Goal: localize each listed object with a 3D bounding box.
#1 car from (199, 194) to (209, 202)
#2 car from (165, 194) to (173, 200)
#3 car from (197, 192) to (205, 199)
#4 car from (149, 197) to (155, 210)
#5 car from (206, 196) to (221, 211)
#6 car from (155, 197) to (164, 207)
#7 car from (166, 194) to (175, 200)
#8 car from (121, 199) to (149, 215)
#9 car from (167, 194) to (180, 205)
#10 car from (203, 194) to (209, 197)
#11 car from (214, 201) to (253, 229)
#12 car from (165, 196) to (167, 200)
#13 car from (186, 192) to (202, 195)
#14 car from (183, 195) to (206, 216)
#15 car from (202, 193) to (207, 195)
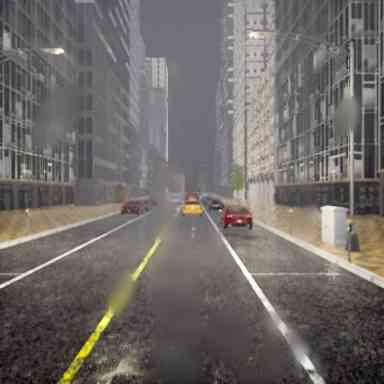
[{"bbox_3d":[2.660,1.243,72.238,1.967,1.590,4.097,0,0,0],"label":"car"},{"bbox_3d":[-5.726,1.287,83.459,1.752,1.417,4.829,0,0,0],"label":"car"},{"bbox_3d":[2.650,1.030,95.006,2.192,1.841,5.009,0,0,0],"label":"car"},{"bbox_3d":[-5.707,1.494,38.089,1.802,1.307,4.206,0,0,0],"label":"car"},{"bbox_3d":[2.674,1.478,38.085,1.947,1.339,4.313,0,0,0],"label":"car"},{"bbox_3d":[-5.711,1.424,49.473,1.887,1.381,4.507,0,0,0],"label":"car"},{"bbox_3d":[-5.729,1.289,89.322,2.008,1.369,4.403,0,0,0],"label":"car"},{"bbox_3d":[-5.704,1.473,32.395,1.887,1.381,4.507,0,0,0],"label":"car"},{"bbox_3d":[-3.084,1.458,56.410,1.895,1.301,4.718,0,0,1],"label":"car"},{"bbox_3d":[2.669,1.444,49.469,1.947,1.339,4.313,0,0,0],"label":"car"},{"bbox_3d":[2.682,1.502,21.008,1.887,1.381,4.507,0,0,0],"label":"car"},{"bbox_3d":[-5.714,1.427,55.166,1.947,1.339,4.313,0,0,0],"label":"car"},{"bbox_3d":[-0.022,1.099,50.570,2.150,2.045,5.566,0,0,0],"label":"car"},{"bbox_3d":[0.065,1.388,31.274,1.801,1.575,5.366,0,0,0],"label":"car"},{"bbox_3d":[2.664,1.409,60.853,1.947,1.339,4.313,0,0,0],"label":"car"}]
